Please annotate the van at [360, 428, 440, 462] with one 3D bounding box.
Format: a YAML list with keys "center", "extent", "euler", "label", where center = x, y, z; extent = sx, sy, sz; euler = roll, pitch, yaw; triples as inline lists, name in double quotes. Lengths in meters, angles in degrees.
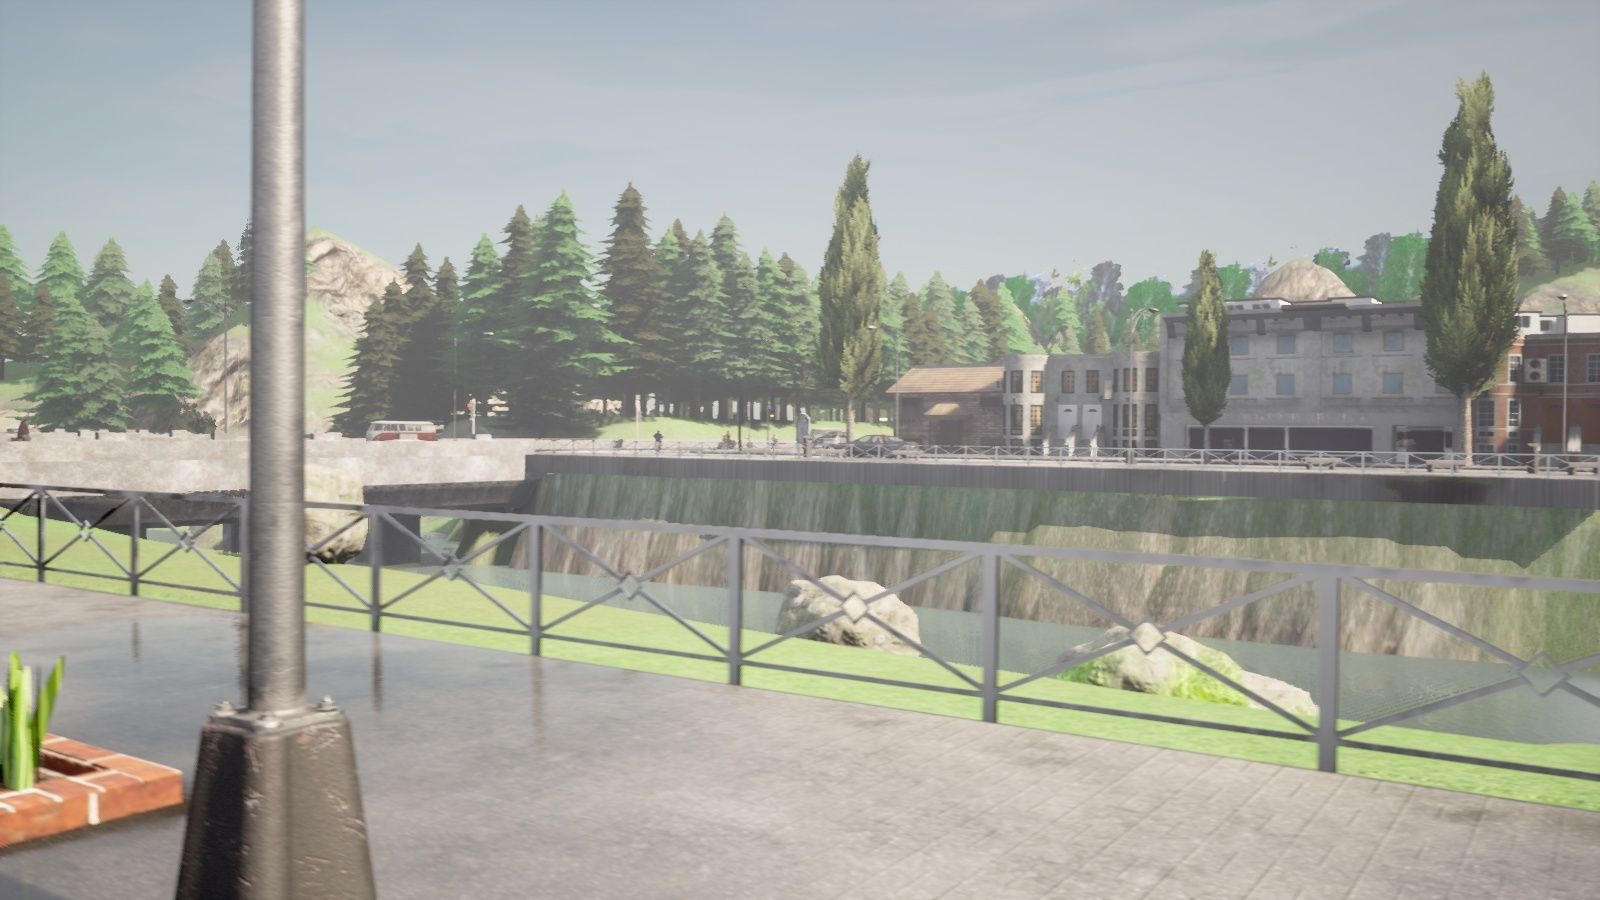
- center: [-24.460, -0.343, 76.860]
  extent: [1.775, 1.987, 4.442]
  euler: [0, 1, 36]
  label: "van"

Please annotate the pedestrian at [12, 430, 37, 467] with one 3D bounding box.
- center: [-39.361, -0.072, 63.718]
  extent: [0.634, 1.844, 0.899]
  euler: [0, 1, 37]
  label: "pedestrian"

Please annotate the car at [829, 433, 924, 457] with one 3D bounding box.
- center: [4.558, -0.289, 75.202]
  extent: [5.357, 1.411, 2.033]
  euler: [0, 1, 34]
  label: "car"
